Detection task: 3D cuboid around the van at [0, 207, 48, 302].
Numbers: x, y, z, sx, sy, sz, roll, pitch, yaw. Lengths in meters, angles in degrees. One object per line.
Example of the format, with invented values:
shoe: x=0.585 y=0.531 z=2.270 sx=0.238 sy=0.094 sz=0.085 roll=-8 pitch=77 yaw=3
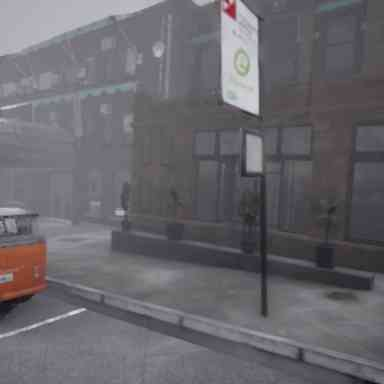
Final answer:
van: x=-5.077 y=1.271 z=7.153 sx=4.442 sy=1.987 sz=1.878 roll=0 pitch=0 yaw=35
